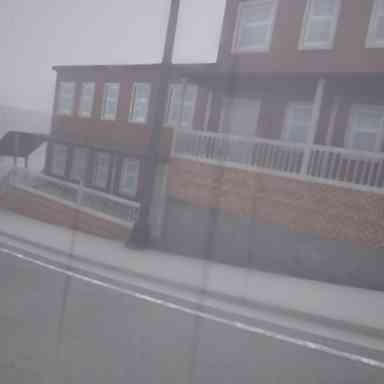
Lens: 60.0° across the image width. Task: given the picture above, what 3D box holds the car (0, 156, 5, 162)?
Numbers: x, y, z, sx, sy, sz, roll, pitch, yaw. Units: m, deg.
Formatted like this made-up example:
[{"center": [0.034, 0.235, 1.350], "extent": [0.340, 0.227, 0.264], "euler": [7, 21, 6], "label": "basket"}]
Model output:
[{"center": [-22.481, -3.902, 35.386], "extent": [1.812, 1.442, 4.674], "euler": [14, 8, 35], "label": "car"}]

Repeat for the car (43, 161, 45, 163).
[{"center": [-16.719, -3.819, 43.418], "extent": [1.895, 1.301, 4.718], "euler": [14, 8, 35], "label": "car"}]
